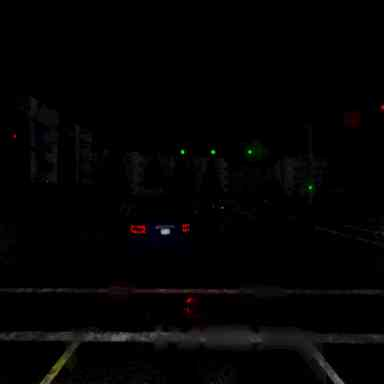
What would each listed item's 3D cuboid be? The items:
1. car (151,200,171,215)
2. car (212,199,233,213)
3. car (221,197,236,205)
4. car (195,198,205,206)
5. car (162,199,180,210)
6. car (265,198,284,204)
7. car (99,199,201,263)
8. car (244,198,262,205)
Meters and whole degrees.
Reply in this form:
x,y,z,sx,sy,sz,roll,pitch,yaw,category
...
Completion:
x,y,z,sx,sy,sz,roll,pitch,yaw,category
-3.488,1.752,38.008,1.882,1.535,5.008,0,0,0,car
3.584,1.861,41.398,1.994,1.385,4.181,0,0,0,car
7.209,1.836,67.268,2.097,1.767,4.553,0,0,35,car
0.930,1.957,63.164,1.837,1.490,4.892,0,0,25,car
-3.081,1.880,49.212,1.812,1.442,4.674,0,0,7,car
18.526,2.010,74.286,5.008,1.535,1.882,0,-1,-36,car
-1.955,1.315,12.640,2.150,2.045,5.566,1,-1,-25,car
13.755,2.061,74.847,4.674,1.442,1.812,0,-1,-39,car
